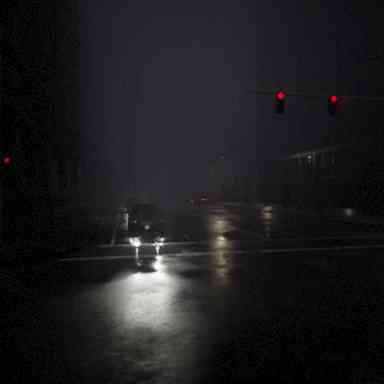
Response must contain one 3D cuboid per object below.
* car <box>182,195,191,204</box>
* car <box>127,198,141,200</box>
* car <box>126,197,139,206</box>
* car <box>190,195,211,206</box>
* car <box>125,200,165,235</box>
[{"bbox_3d":[-0.473,1.360,61.358,1.812,1.442,4.674,0,0,-11],"label":"car"},{"bbox_3d":[-6.272,1.421,36.649,2.128,1.511,4.902,0,0,-11],"label":"car"},{"bbox_3d":[-9.759,1.566,54.328,1.895,1.301,4.718,0,0,-11],"label":"car"},{"bbox_3d":[1.589,1.344,51.422,2.128,1.511,4.902,0,0,-11],"label":"car"},{"bbox_3d":[-2.661,1.451,18.742,2.128,1.511,4.902,0,0,-11],"label":"car"}]
